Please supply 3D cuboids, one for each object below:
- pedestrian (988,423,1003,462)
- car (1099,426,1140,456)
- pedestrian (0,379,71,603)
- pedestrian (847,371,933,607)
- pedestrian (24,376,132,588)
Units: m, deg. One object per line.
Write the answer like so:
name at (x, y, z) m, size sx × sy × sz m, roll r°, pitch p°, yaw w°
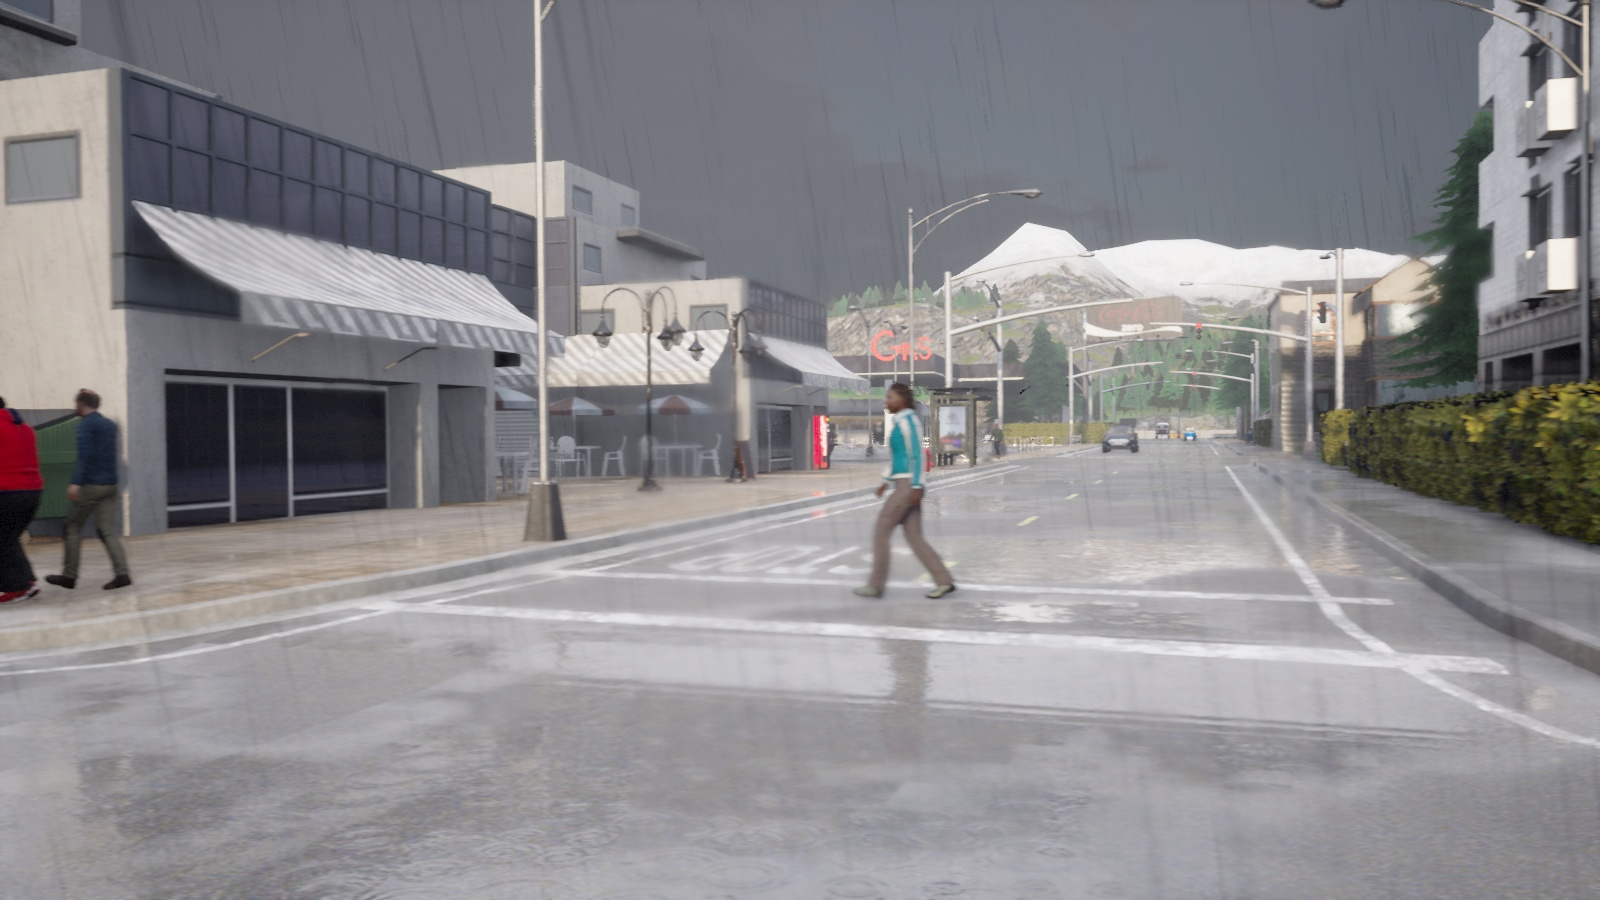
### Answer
pedestrian at (9.702, -0.375, 62.223) m, size 0.423 × 1.949 × 0.788 m, roll 0°, pitch 1°, yaw 38°
car at (18.684, -0.531, 73.365) m, size 2.033 × 1.649 × 4.856 m, roll 0°, pitch 0°, yaw 18°
pedestrian at (-6.842, 0.332, 10.679) m, size 0.899 × 1.844 × 0.634 m, roll 0°, pitch 1°, yaw 3°
pedestrian at (0.747, 0.319, 10.465) m, size 0.692 × 1.930 × 0.396 m, roll 0°, pitch 1°, yaw 3°
pedestrian at (-6.414, 0.277, 11.168) m, size 0.726 × 1.842 × 0.402 m, roll 0°, pitch 1°, yaw 7°
